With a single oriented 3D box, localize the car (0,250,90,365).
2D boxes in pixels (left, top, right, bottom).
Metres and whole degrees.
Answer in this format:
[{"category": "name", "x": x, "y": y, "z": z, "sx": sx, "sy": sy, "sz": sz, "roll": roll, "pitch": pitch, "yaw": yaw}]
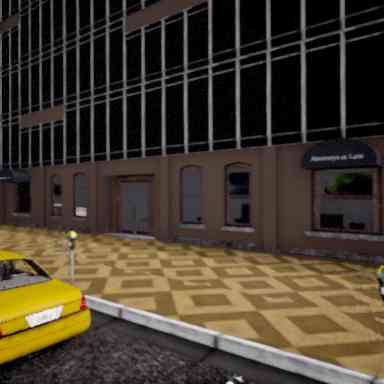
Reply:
[{"category": "car", "x": -3.731, "y": 1.534, "z": 5.522, "sx": 4.829, "sy": 1.417, "sz": 1.752, "roll": 0, "pitch": 0, "yaw": 35}]
